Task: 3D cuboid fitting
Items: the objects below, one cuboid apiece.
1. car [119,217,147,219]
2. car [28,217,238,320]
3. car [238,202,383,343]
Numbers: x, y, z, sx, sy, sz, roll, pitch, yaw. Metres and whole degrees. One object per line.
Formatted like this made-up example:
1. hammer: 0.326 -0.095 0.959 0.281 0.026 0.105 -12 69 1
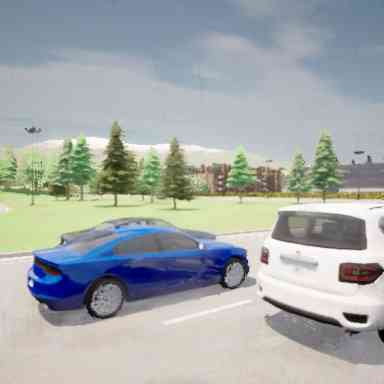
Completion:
1. car: -1.638 1.548 11.178 5.357 1.411 2.033 0 0 -36
2. car: -0.867 1.478 7.429 5.008 1.535 1.882 0 0 -36
3. car: 3.721 1.223 6.406 5.566 2.045 2.150 0 0 -36
